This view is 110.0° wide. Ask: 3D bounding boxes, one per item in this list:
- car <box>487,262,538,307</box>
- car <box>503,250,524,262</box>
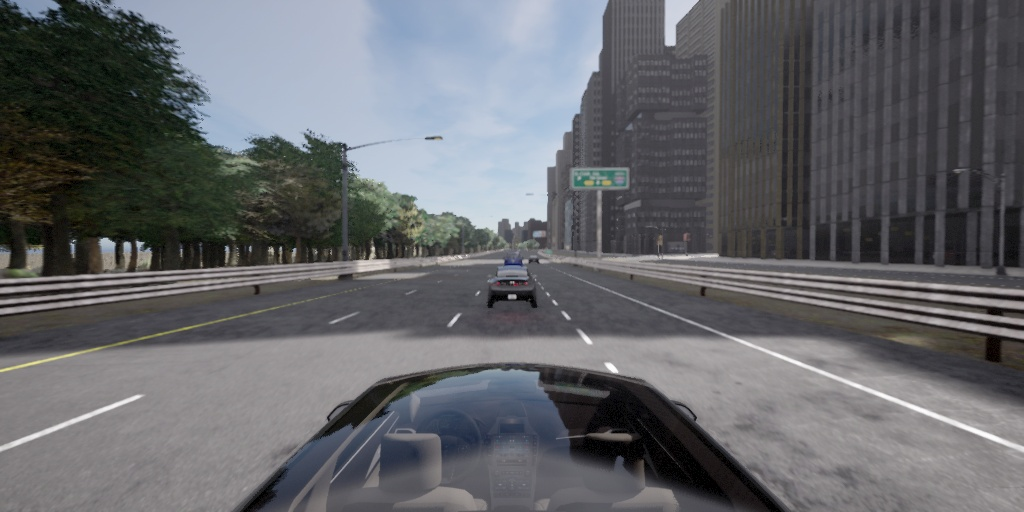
[{"bbox_3d":[0.015,1.167,14.860,1.837,1.490,4.892,0,0,0],"label":"car"},{"bbox_3d":[0.160,0.663,41.785,2.150,2.045,5.566,0,1,0],"label":"car"}]
